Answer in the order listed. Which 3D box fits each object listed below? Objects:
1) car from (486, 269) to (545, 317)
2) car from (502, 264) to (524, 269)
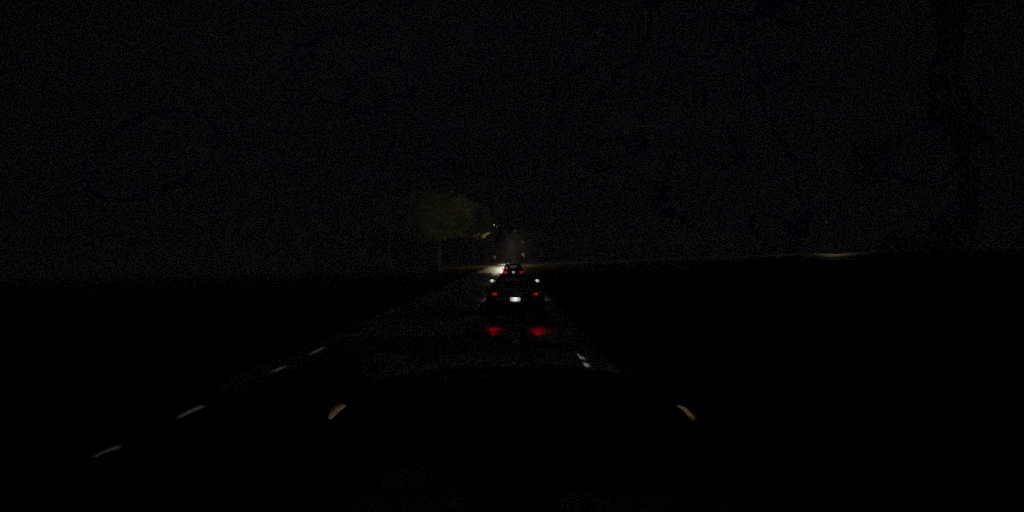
[{"bbox_3d":[0.103,1.333,13.250,1.994,1.385,4.181,0,0,0],"label":"car"},{"bbox_3d":[0.109,1.362,31.157,2.033,1.411,5.357,0,0,0],"label":"car"}]
